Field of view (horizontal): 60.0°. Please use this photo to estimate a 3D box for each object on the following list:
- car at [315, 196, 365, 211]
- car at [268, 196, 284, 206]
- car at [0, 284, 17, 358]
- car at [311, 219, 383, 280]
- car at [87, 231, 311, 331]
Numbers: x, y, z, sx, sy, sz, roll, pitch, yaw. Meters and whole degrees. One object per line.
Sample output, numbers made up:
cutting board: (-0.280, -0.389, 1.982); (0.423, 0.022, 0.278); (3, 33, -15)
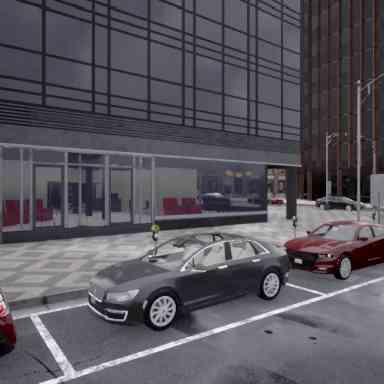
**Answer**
car: (15.008, 1.157, 33.823); (1.837, 1.490, 4.892); (0, 1, -36)
car: (9.243, 1.061, 41.862); (1.895, 1.301, 4.718); (0, 1, -36)
car: (-4.293, 1.440, 3.587); (4.097, 1.590, 1.967); (0, 0, -36)
car: (4.586, 1.544, 9.933); (4.507, 1.381, 1.887); (0, 0, -36)
car: (0.146, 1.550, 6.760); (4.403, 1.369, 2.008); (0, 0, -36)
